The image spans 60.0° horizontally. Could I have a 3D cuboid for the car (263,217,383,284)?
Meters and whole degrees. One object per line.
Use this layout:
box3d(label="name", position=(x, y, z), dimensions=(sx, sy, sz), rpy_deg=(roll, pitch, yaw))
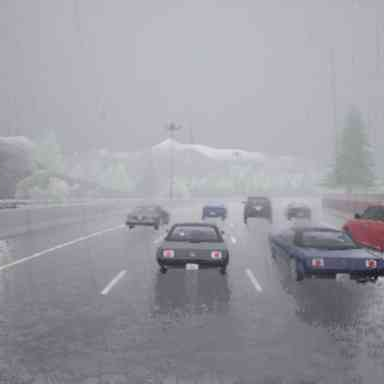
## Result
box3d(label="car", position=(3.567, 1.675, 9.907), dimensions=(1.895, 1.301, 4.718), rpy_deg=(1, 0, 2))

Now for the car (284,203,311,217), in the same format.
box3d(label="car", position=(9.311, 1.674, 29.531), dimensions=(1.882, 1.535, 5.008), rpy_deg=(1, 0, 11))

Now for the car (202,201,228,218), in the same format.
box3d(label="car", position=(2.041, 1.531, 28.667), dimensions=(1.882, 1.535, 5.008), rpy_deg=(1, 0, 9))

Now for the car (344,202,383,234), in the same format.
box3d(label="car", position=(7.142, 1.367, 11.425), dimensions=(2.150, 2.045, 5.566), rpy_deg=(1, 0, 3))

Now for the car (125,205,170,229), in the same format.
box3d(label="car", position=(-2.627, 1.506, 21.025), dimensions=(2.033, 1.411, 5.357), rpy_deg=(1, 0, 7))

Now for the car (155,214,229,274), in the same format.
box3d(label="car", position=(0.097, 1.608, 10.637), dimensions=(1.895, 1.301, 4.718), rpy_deg=(1, 0, 2))

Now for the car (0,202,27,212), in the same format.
box3d(label="car", position=(-13.227, 1.352, 22.163), dimensions=(1.895, 1.301, 4.718), rpy_deg=(1, 0, 6))

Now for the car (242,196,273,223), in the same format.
box3d(label="car", position=(5.242, 1.337, 26.751), dimensions=(2.150, 2.045, 5.566), rpy_deg=(1, 0, 9))
